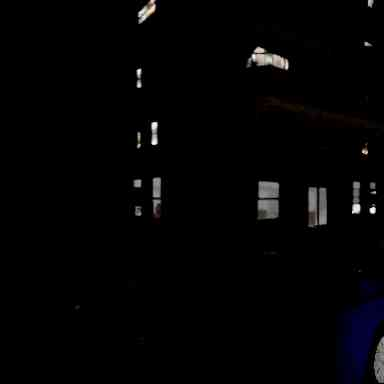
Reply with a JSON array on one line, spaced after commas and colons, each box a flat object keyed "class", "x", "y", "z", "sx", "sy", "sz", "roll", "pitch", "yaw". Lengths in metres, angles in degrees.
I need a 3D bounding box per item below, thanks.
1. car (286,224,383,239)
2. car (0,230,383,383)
[{"class": "car", "x": 3.102, "y": 1.608, "z": 8.772, "sx": 4.206, "sy": 1.307, "sz": 1.802, "roll": 0, "pitch": 0, "yaw": -35}, {"class": "car", "x": 0.520, "y": 1.486, "z": 3.747, "sx": 5.008, "sy": 1.535, "sz": 1.882, "roll": 0, "pitch": 0, "yaw": -35}]
